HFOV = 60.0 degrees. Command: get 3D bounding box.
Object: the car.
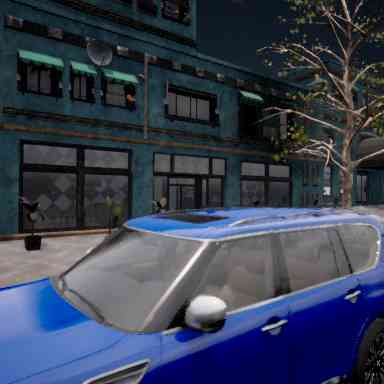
[{"bbox_3d":[0.123,1.225,3.458,5.566,2.045,2.150,1,0,-35],"label":"car"}]
